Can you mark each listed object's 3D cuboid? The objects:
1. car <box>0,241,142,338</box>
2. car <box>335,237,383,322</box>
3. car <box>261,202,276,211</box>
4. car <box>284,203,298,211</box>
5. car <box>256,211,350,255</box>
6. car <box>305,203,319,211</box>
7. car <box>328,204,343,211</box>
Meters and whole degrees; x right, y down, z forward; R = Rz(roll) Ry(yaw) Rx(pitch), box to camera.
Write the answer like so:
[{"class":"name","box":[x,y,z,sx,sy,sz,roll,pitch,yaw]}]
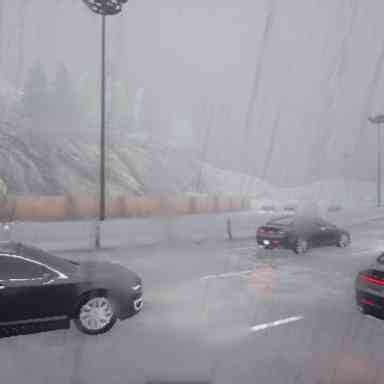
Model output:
[{"class":"car","box":[-3.261,1.595,5.546,4.892,1.490,1.837,1,-1,-26]},{"class":"car","box":[5.097,1.624,6.270,4.892,1.490,1.837,1,-1,-32]},{"class":"car","box":[13.095,2.517,56.597,1.812,1.442,4.674,0,-1,24]},{"class":"car","box":[16.673,2.536,56.008,2.033,1.411,5.357,0,-1,23]},{"class":"car","box":[4.941,1.765,14.534,4.892,1.490,1.837,1,-1,-34]},{"class":"car","box":[19.499,2.503,53.793,2.033,1.411,5.357,0,-1,24]},{"class":"car","box":[21.647,2.499,50.195,1.895,1.301,4.718,0,-1,26]}]
